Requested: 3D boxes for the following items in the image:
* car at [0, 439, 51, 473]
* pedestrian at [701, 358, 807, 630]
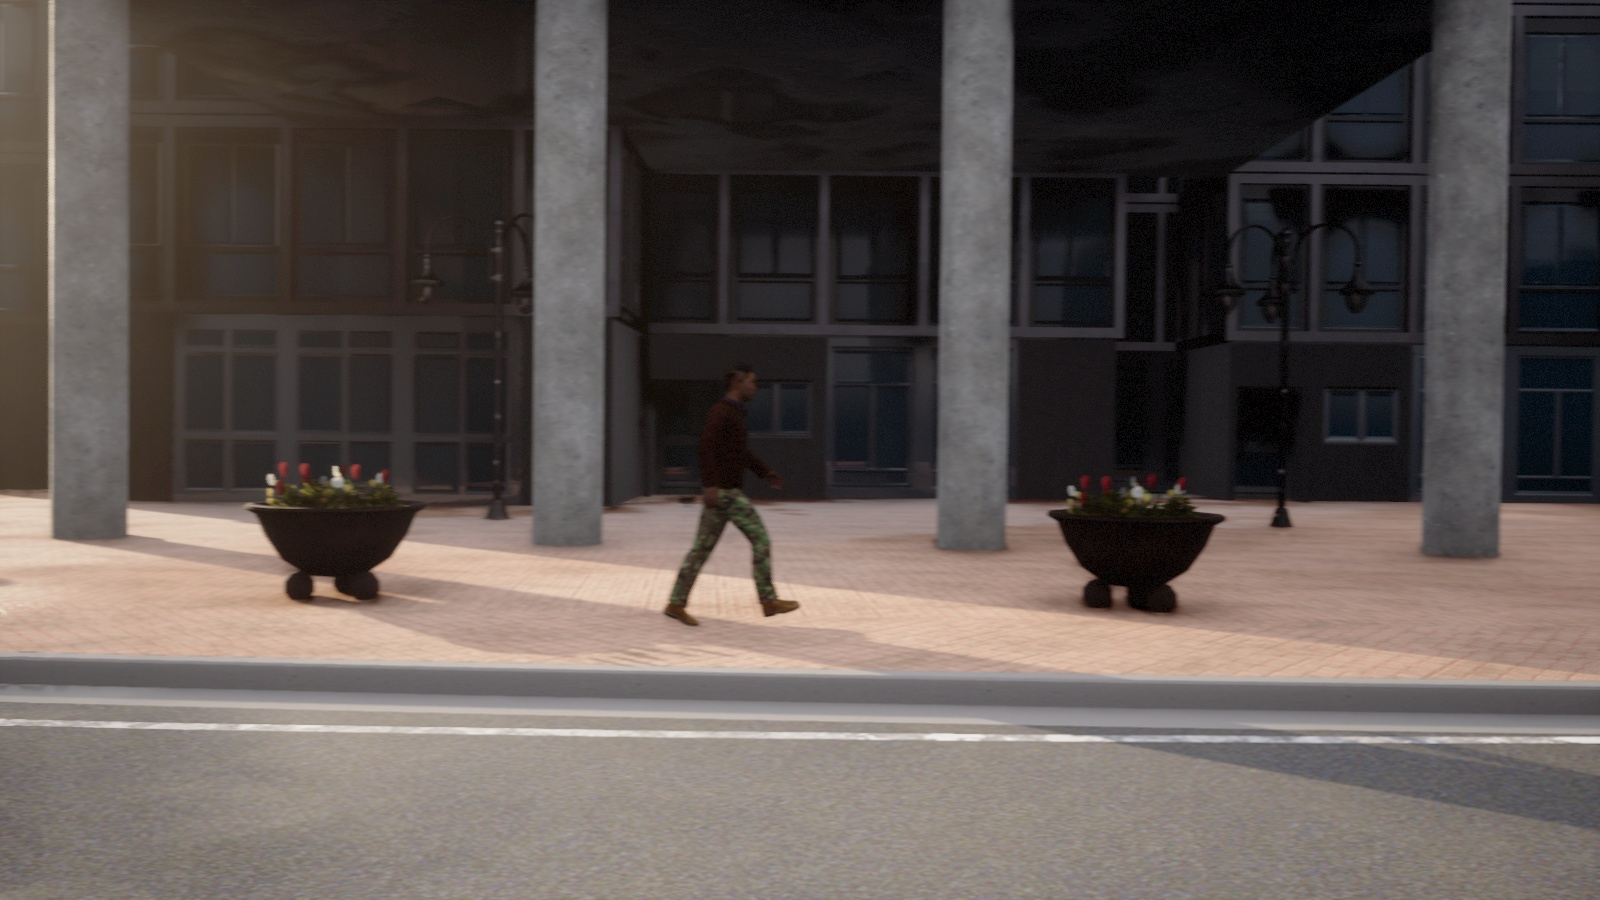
[{"bbox_3d":[-39.392,0.269,60.951,2.033,1.649,4.856,0,1,41],"label":"car"},{"bbox_3d":[-0.316,0.295,8.751,0.703,1.840,0.431,-1,1,-1],"label":"pedestrian"}]
